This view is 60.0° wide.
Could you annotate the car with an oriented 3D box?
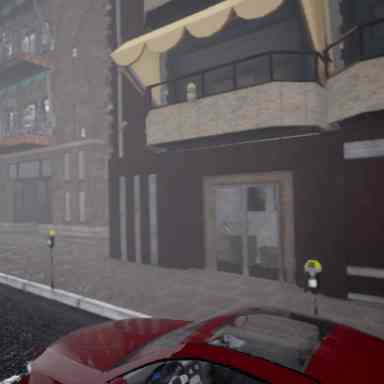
[{"bbox_3d":[0.381,1.582,2.473,4.206,1.307,1.802,0,-2,36],"label":"car"}]
